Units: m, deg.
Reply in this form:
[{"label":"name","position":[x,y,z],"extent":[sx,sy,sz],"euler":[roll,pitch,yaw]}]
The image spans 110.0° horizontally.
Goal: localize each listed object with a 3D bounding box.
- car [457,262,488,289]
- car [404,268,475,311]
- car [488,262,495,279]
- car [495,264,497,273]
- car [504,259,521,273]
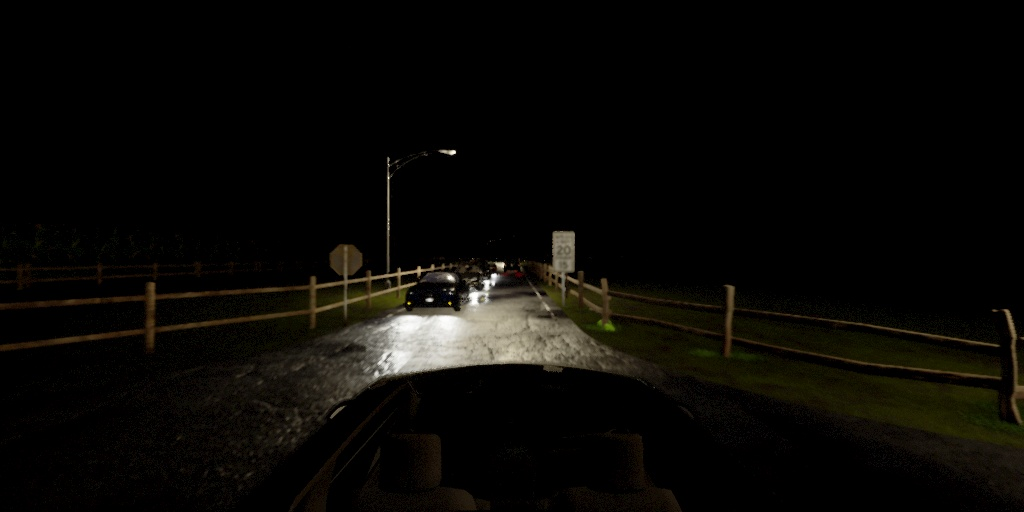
[{"label":"car","position":[-2.840,1.295,23.253],"extent":[1.837,1.490,4.892],"euler":[0,0,0]},{"label":"car","position":[-2.844,1.338,14.427],"extent":[1.994,1.385,4.181],"euler":[0,0,1]},{"label":"car","position":[-2.826,1.313,33.236],"extent":[1.837,1.490,4.892],"euler":[0,0,0]},{"label":"car","position":[-2.803,1.428,43.771],"extent":[1.895,1.301,4.718],"euler":[0,0,0]},{"label":"car","position":[0.012,1.183,45.840],"extent":[2.097,1.767,4.553],"euler":[0,0,0]}]
